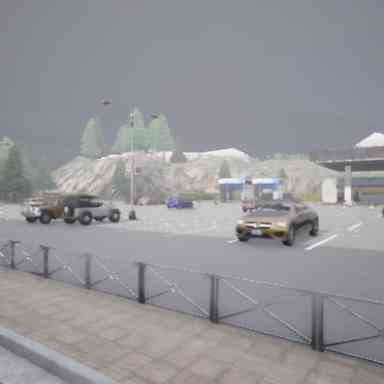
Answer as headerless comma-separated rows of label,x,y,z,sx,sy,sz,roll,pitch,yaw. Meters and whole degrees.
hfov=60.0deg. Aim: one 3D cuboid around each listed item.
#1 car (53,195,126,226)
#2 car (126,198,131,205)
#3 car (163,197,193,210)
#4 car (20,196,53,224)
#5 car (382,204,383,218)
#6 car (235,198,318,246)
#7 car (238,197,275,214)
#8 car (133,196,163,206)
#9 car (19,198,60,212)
car,-6.592,1.119,21.683,1.905,1.878,3.866,0,0,35
car,-9.117,1.417,55.140,2.007,1.523,4.514,0,0,35
car,-1.354,1.376,40.230,1.845,1.501,3.633,0,0,35
car,-9.196,1.142,23.036,1.932,1.855,4.605,0,0,35
car,16.477,1.128,26.570,1.932,1.855,4.605,0,0,35
car,3.820,1.181,14.247,2.152,1.636,5.027,0,0,35
car,6.754,1.343,34.388,2.007,1.523,4.514,0,0,35
car,-6.533,1.404,53.359,2.152,1.636,5.027,0,0,35
car,-17.501,1.450,38.255,1.970,1.475,3.806,0,0,35
